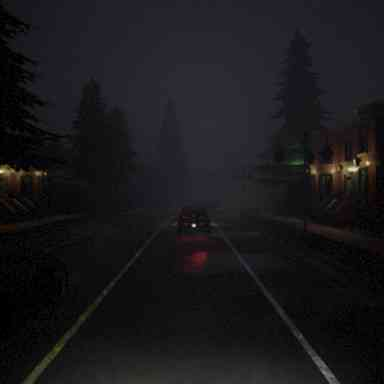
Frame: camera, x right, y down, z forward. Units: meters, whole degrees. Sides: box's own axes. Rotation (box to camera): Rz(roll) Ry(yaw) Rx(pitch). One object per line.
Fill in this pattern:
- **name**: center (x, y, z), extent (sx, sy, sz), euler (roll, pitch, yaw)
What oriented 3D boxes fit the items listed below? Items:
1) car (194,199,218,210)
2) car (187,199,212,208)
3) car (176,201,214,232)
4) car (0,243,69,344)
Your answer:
- **car**: center (1.955, 1.653, 40.630), extent (1.895, 1.301, 4.718), euler (0, 0, 15)
- **car**: center (1.135, 1.664, 49.156), extent (1.895, 1.301, 4.718), euler (0, 0, 25)
- **car**: center (0.103, 1.531, 20.123), extent (1.837, 1.490, 4.892), euler (0, 0, 0)
- **car**: center (-3.595, 1.571, 5.357), extent (1.994, 1.385, 4.181), euler (0, 0, 0)
